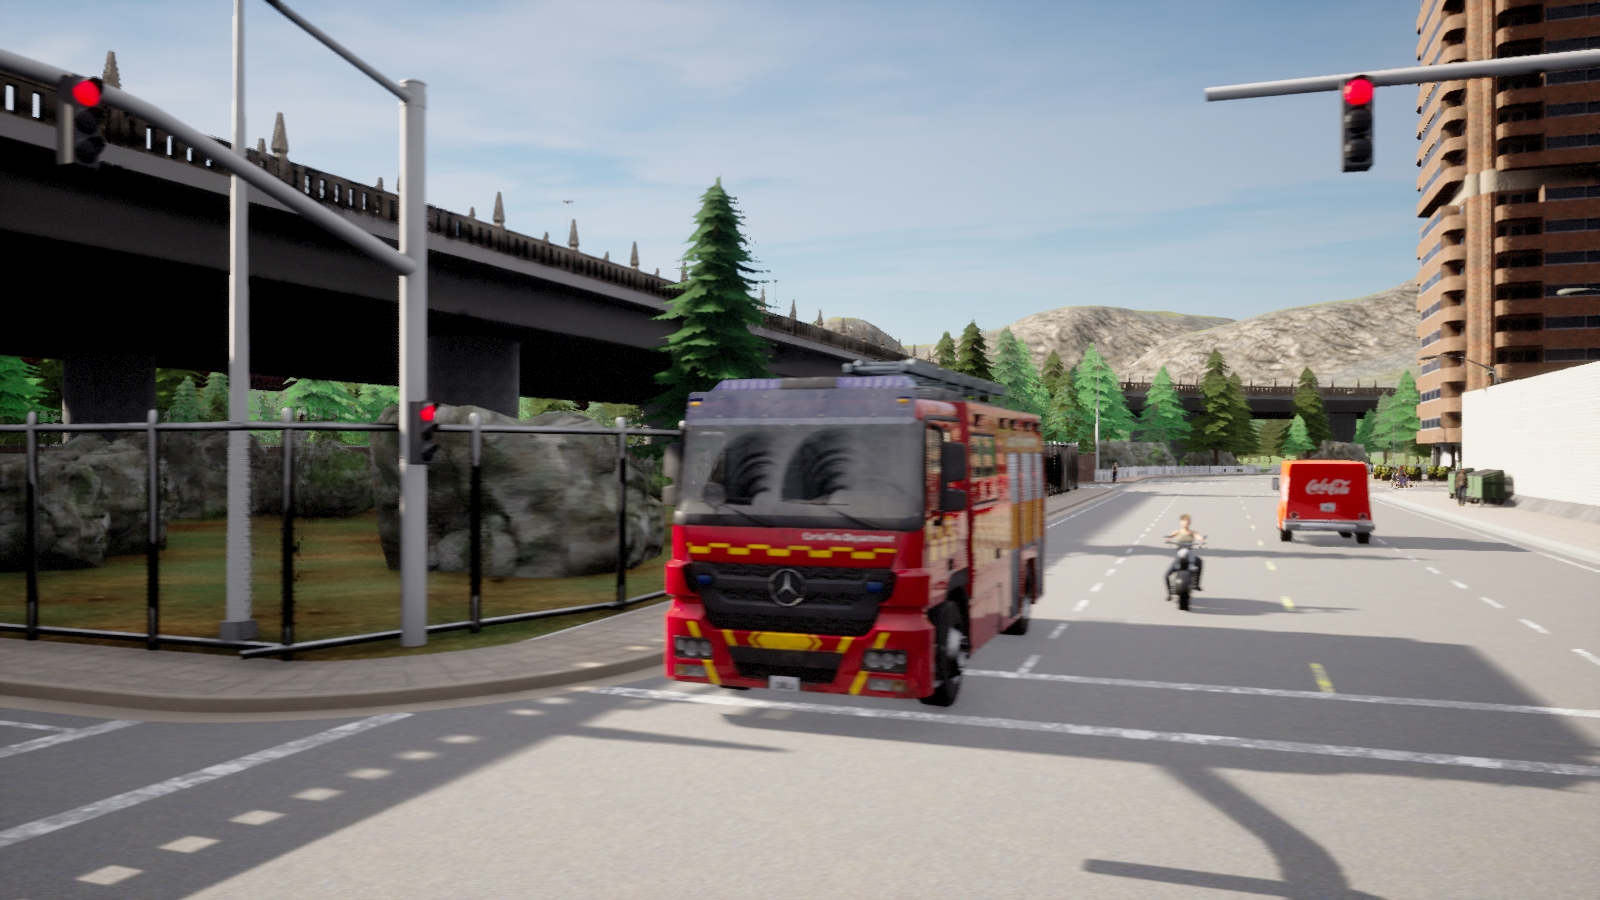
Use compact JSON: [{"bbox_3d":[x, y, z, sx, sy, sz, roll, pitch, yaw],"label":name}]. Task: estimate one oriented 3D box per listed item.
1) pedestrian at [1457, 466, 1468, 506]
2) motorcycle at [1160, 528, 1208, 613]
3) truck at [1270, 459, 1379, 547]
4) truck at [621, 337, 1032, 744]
[{"bbox_3d":[30.670,1.673,52.887,0.375,1.860,0.375,0,0,22],"label":"pedestrian"},{"bbox_3d":[6.941,2.129,20.596,0.764,1.277,2.356,0,0,20],"label":"motorcycle"},{"bbox_3d":[16.224,1.536,35.658,2.627,2.467,5.204,0,0,19],"label":"truck"},{"bbox_3d":[0.976,0.850,15.200,2.891,3.827,8.468,0,0,20],"label":"truck"}]
